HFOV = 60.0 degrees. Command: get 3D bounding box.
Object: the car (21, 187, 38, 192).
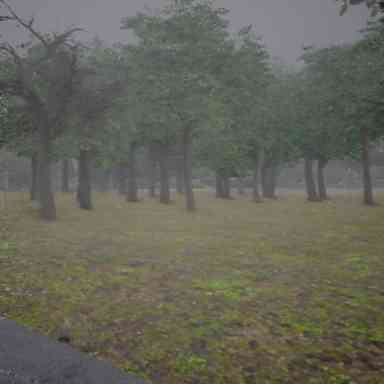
[{"bbox_3d":[-40.726,-0.640,84.238,1.812,1.442,4.674,-2,0,34],"label":"car"}]
